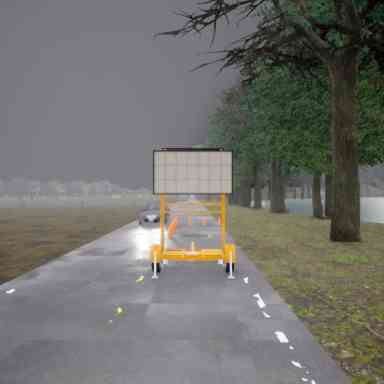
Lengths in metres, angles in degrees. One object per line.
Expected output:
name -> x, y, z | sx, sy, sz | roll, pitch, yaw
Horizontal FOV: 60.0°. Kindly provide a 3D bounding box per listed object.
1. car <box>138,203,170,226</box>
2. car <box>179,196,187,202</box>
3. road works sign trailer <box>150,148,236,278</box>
car -> -2.672, 1.542, 24.209 | 2.128, 1.511, 4.902 | 0, 0, 0
car -> -2.462, 1.885, 90.116 | 2.097, 1.767, 4.553 | 0, -1, 0
road works sign trailer -> 0.031, 0.475, 10.113 | 2.380, 3.560, 2.880 | 0, 0, 0
